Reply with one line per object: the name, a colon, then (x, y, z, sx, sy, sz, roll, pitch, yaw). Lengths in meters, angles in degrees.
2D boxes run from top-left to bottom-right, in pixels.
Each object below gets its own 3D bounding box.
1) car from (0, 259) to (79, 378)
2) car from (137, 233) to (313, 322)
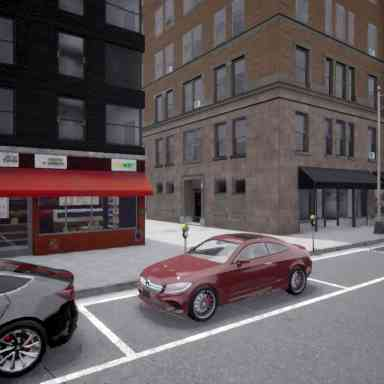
car: (-3.597, 1.566, 3.969, 4.313, 1.339, 1.947, 0, 0, -35)
car: (0.884, 1.582, 7.160, 4.206, 1.307, 1.802, 0, 0, -35)
